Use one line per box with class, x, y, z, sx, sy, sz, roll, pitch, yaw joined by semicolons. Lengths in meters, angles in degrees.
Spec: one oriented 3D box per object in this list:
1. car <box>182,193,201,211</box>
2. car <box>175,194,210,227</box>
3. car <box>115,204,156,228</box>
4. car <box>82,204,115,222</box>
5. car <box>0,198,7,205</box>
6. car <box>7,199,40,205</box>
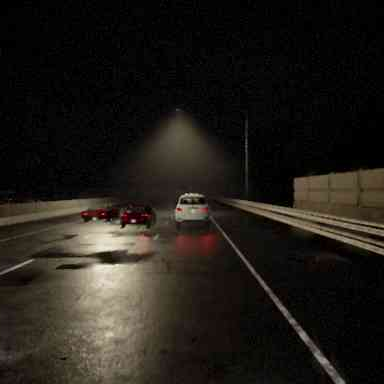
car;-0.080;1.213;41.493;2.150;2.045;5.566;0;-1;0
car;0.047;1.221;22.579;2.150;2.045;5.566;0;0;0
car;-3.453;1.529;21.874;1.812;1.442;4.674;0;0;0
car;-6.972;1.605;26.040;1.895;1.301;4.718;0;0;0
car;-21.240;1.508;37.144;1.837;1.490;4.892;0;0;0
car;-17.735;1.604;36.304;1.895;1.301;4.718;0;0;0
